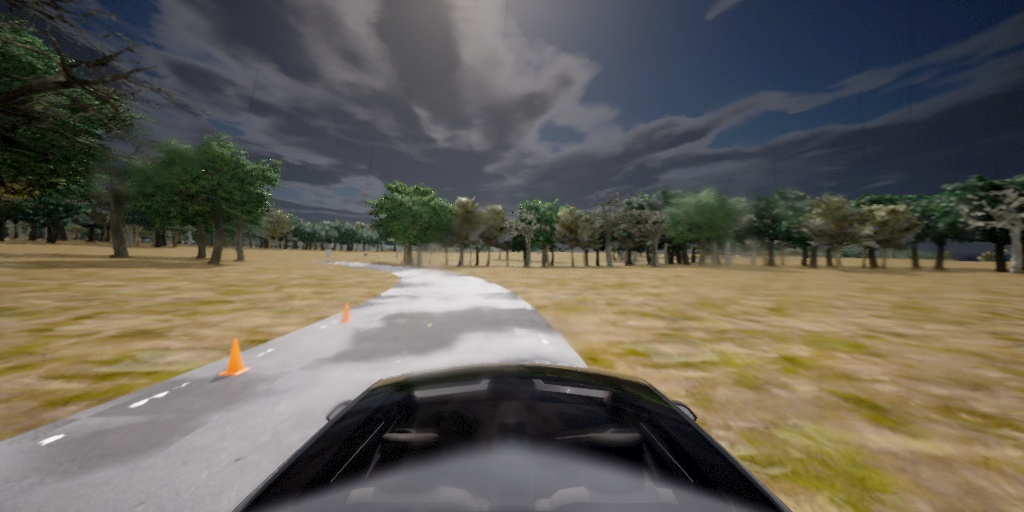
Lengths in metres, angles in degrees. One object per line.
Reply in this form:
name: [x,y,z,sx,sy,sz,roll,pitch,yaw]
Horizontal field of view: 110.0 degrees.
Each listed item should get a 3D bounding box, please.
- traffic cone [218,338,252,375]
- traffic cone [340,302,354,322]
traffic cone: [-4.828,1.728,6.263,0.340,0.580,0.340,0,0,-2]
traffic cone: [-5.119,1.730,11.124,0.340,0.580,0.340,0,0,-5]
